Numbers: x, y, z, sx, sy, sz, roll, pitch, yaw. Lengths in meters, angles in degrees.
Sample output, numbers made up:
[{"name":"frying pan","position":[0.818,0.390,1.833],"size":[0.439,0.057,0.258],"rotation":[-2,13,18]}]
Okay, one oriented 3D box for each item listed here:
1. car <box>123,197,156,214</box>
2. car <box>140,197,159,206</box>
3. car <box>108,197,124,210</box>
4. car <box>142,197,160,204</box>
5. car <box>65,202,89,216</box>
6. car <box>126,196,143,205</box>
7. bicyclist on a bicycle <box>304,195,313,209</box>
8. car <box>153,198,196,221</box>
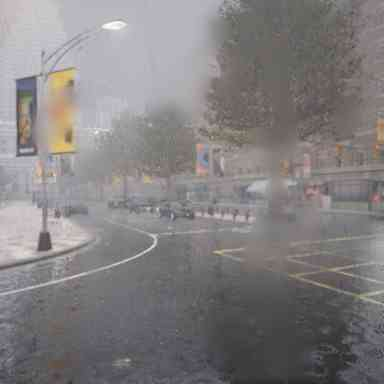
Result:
[{"name":"car","position":[-5.587,1.581,36.473],"size":[2.128,1.511,4.902],"rotation":[-1,0,-26]},{"name":"car","position":[-7.506,1.634,58.674],"size":[1.837,1.490,4.892],"rotation":[-1,0,-26]},{"name":"car","position":[-10.104,1.493,45.655],"size":[2.097,1.767,4.553],"rotation":[-1,0,-26]},{"name":"car","position":[-8.424,1.677,68.446],"size":[2.033,1.411,5.357],"rotation":[-1,0,-26]},{"name":"car","position":[-11.872,1.741,34.185],"size":[1.895,1.301,4.718],"rotation":[-1,0,-26]},{"name":"car","position":[-11.563,1.667,66.898],"size":[2.128,1.511,4.902],"rotation":[-1,0,-26]},{"name":"bicyclist on a bicycle","position":[14.140,1.211,40.515],"size":[1.656,1.620,0.582],"rotation":[-1,0,-26]},{"name":"car","position":[-1.389,1.548,27.962],"size":[1.837,1.490,4.892],"rotation":[-1,0,-26]}]
